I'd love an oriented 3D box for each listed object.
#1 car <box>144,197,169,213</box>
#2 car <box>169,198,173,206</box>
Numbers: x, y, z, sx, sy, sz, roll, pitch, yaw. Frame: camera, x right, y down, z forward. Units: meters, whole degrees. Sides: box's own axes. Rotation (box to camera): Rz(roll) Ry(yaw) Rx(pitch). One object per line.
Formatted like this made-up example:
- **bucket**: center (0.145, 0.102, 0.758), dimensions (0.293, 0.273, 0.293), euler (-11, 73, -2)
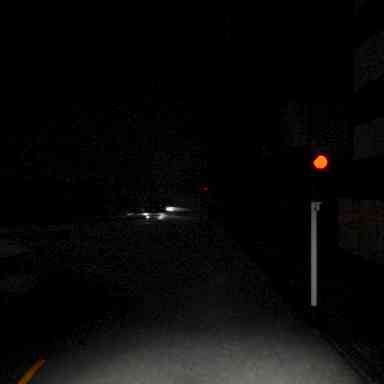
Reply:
- **car**: center (-4.107, 1.352, 37.633), dimensions (2.097, 1.767, 4.553), euler (0, 0, 0)
- **car**: center (-4.051, 1.601, 53.245), dimensions (1.895, 1.301, 4.718), euler (0, 0, 0)
